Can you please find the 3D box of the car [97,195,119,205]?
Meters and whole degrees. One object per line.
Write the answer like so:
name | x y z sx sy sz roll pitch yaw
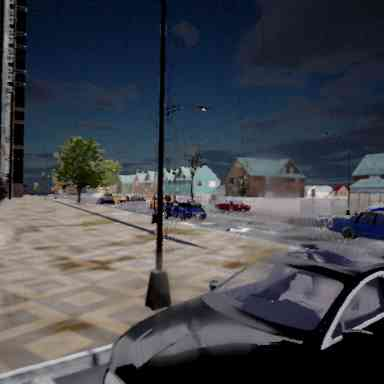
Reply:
car | -12.822 1.273 49.654 1.994 1.385 4.181 1 0 -27

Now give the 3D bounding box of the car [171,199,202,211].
car | -0.775 1.526 41.002 1.895 1.301 4.718 1 0 -28

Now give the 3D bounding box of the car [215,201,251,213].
car | 4.532 1.626 37.886 1.895 1.301 4.718 1 0 -28

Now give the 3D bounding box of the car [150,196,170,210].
car | -3.205 1.223 38.228 2.097 1.767 4.553 1 0 -28

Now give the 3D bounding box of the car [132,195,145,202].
car | -11.241 1.349 67.937 2.033 1.411 5.357 1 0 -28

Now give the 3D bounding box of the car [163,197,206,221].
car | -0.619 1.428 26.293 1.812 1.442 4.674 1 0 -28

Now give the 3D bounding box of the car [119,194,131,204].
car | -12.305 1.242 55.766 1.882 1.535 5.008 1 0 -28

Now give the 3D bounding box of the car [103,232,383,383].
car | 1.422 1.526 3.901 4.902 1.511 2.128 1 0 -36

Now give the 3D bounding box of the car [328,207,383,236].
car | 8.904 1.630 15.142 2.033 1.411 5.357 1 0 -28
